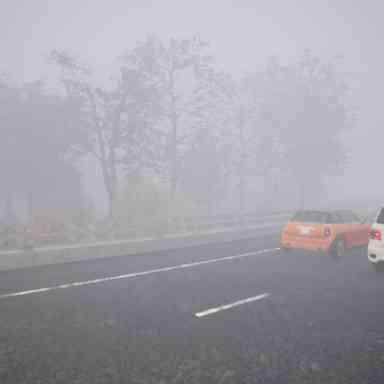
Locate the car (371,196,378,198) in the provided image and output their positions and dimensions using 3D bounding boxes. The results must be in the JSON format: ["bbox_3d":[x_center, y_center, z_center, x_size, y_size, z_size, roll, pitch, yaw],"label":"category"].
[{"bbox_3d":[38.083,1.678,69.077,1.837,1.490,4.892,0,0,10],"label":"car"}]

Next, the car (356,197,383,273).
[{"bbox_3d":[7.159,1.250,9.722,5.566,2.045,2.150,0,0,-41],"label":"car"}]

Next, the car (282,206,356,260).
[{"bbox_3d":[5.492,1.396,12.995,4.553,1.767,2.097,0,-1,-42],"label":"car"}]
